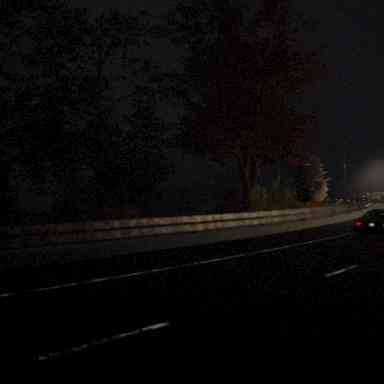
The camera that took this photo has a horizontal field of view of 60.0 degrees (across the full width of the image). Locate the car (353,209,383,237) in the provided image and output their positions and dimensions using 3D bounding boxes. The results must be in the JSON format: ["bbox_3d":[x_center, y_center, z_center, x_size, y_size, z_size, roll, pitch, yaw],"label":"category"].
[{"bbox_3d":[10.301,1.619,17.698,2.033,1.411,5.357,0,0,43],"label":"car"}]
